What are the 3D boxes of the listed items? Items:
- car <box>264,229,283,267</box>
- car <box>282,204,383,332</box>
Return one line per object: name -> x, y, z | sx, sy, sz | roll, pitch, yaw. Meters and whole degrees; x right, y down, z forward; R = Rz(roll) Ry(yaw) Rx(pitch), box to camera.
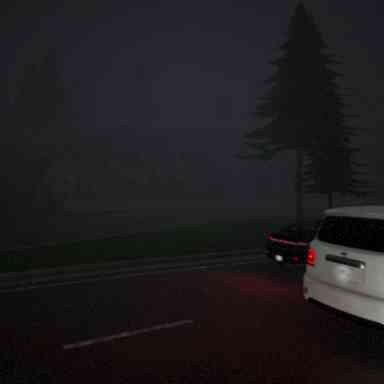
car -> 4.409, 1.520, 9.776 | 4.902, 1.511, 2.128 | 0, 0, -28
car -> 4.563, 1.252, 6.003 | 5.566, 2.045, 2.150 | 0, 0, -27
